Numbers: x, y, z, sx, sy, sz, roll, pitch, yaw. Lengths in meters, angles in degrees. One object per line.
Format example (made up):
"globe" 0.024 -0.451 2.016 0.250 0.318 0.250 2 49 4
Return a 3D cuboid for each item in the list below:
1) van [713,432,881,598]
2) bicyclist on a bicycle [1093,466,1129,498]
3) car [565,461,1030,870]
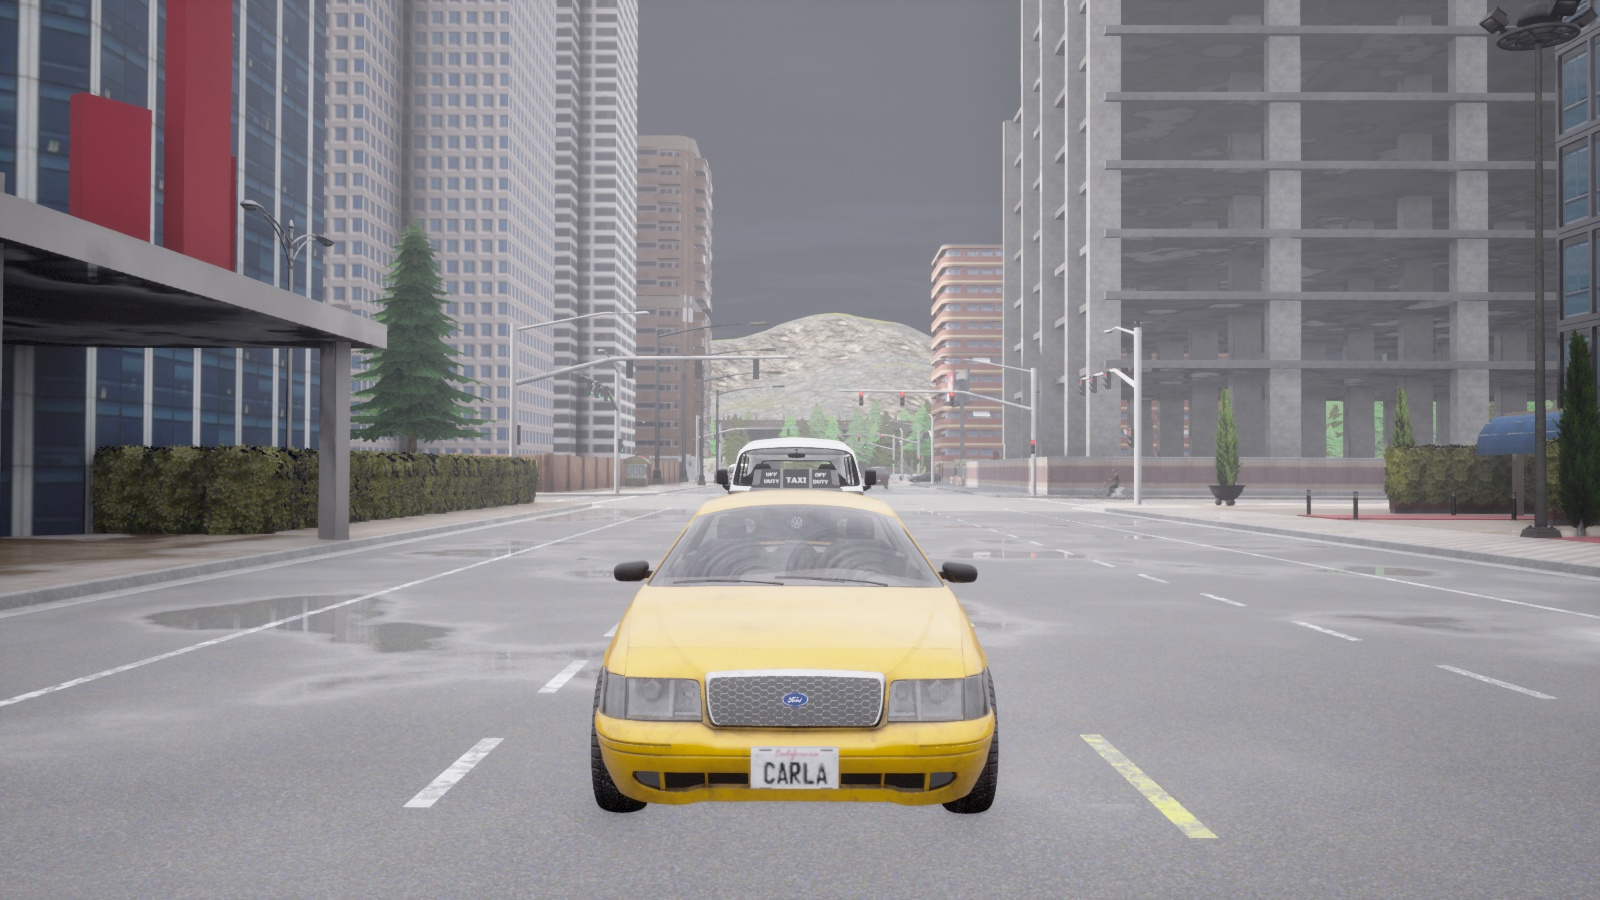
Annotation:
"van" -0.046 0.836 17.761 2.069 2.038 4.480 0 -1 0
"bicyclist on a bicycle" 17.521 1.802 70.836 1.843 1.776 0.659 0 -1 0
"car" -0.019 0.880 7.559 1.801 1.575 5.366 0 -1 0
